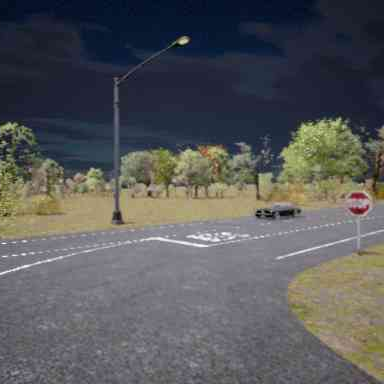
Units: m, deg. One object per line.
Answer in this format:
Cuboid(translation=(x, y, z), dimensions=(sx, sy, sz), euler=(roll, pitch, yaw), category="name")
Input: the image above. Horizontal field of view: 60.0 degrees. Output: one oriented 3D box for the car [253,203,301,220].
Cuboid(translation=(7.163, 1.585, 27.763), dimensions=(4.718, 1.301, 1.895), euler=(-1, 1, -44), category="car")
